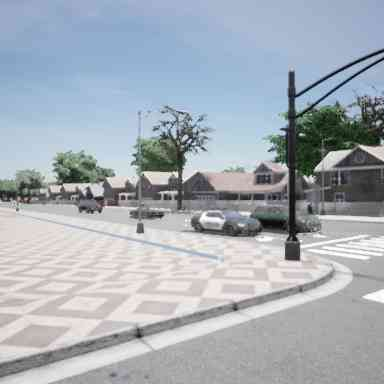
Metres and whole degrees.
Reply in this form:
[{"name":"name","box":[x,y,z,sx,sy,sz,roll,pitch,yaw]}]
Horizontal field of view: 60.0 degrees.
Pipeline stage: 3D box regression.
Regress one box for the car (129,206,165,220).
[{"name":"car","box":[-4.775,2.171,35.035,1.895,1.301,4.718,-1,-1,-36]}]

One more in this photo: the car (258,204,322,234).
[{"name":"car","box":[5.653,1.582,20.661,2.097,1.767,4.553,-1,-1,-37]}]

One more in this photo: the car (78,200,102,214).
[{"name":"car","box":[-15.305,2.233,49.767,2.150,2.045,5.566,-1,-1,-36]}]

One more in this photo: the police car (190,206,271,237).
[{"name":"police car","box":[2.038,1.795,20.222,2.038,1.542,4.974,-1,-1,-36]}]
